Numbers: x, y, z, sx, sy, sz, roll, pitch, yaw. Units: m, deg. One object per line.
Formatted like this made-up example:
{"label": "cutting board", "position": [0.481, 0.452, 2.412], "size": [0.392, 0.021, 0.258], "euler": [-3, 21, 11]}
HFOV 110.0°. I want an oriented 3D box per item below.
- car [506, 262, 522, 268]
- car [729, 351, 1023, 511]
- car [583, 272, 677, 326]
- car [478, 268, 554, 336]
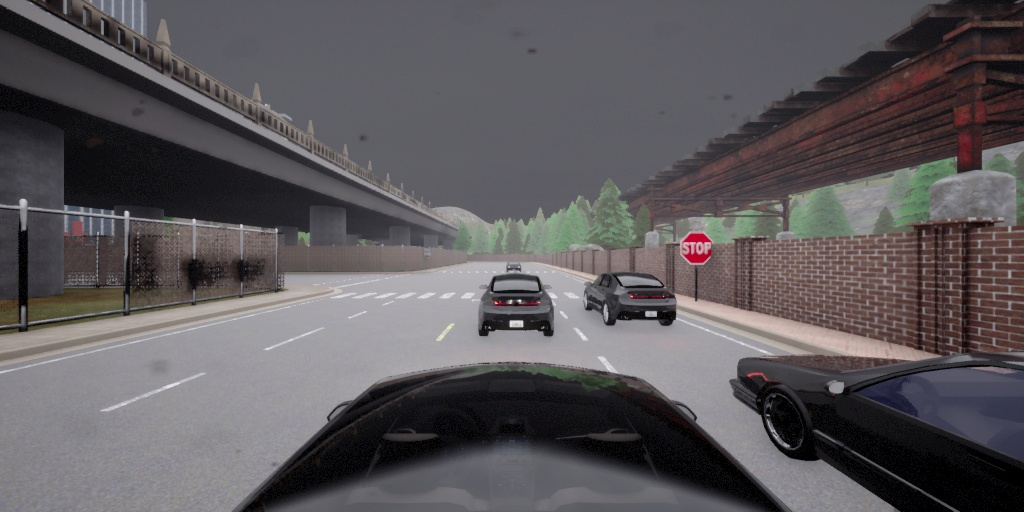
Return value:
{"label": "car", "position": [0.217, 1.351, 45.477], "size": [1.895, 1.301, 4.718], "euler": [0, 0, -1]}
{"label": "car", "position": [3.600, 1.297, 1.945], "size": [2.033, 1.411, 5.357], "euler": [0, 0, 0]}
{"label": "car", "position": [3.605, 1.255, 11.692], "size": [1.837, 1.490, 4.892], "euler": [0, 0, 0]}
{"label": "car", "position": [0.103, 1.255, 10.334], "size": [1.837, 1.490, 4.892], "euler": [0, 0, 0]}
